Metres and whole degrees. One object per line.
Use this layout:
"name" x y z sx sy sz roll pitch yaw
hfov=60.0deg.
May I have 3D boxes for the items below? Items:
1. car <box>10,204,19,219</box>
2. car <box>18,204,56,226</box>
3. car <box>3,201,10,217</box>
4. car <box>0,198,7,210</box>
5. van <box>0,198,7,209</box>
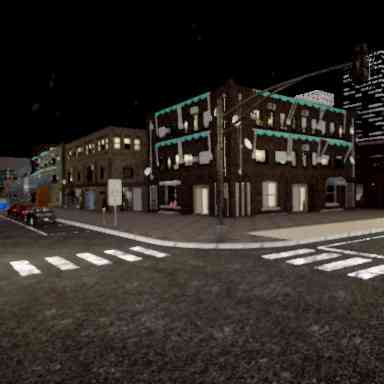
"car" -15.032 1.882 30.395 1.802 1.307 4.206 -2 0 -35
"car" -11.824 1.788 25.885 2.008 1.369 4.403 -2 0 -35
"car" -18.241 1.944 34.904 1.802 1.307 4.206 -2 0 -35
"car" -31.086 1.918 52.942 2.192 1.841 5.009 -2 0 -35
"van" -27.876 1.885 48.433 1.690 1.788 3.998 -2 0 -35
